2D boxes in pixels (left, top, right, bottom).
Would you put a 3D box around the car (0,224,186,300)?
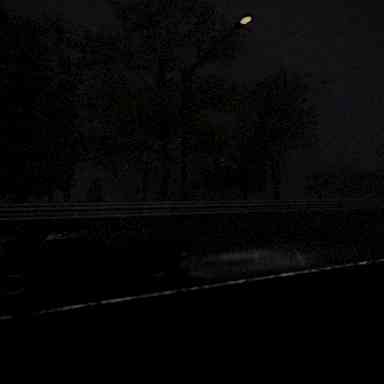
[{"bbox_3d":[-2.547,1.388,7.638,4.718,1.301,1.895,0,0,-28],"label":"car"}]
